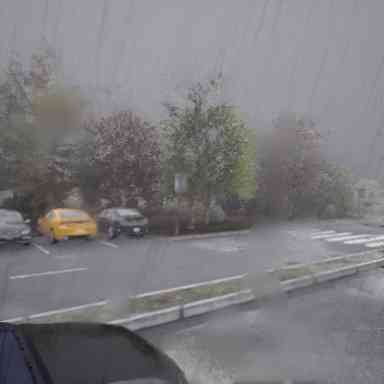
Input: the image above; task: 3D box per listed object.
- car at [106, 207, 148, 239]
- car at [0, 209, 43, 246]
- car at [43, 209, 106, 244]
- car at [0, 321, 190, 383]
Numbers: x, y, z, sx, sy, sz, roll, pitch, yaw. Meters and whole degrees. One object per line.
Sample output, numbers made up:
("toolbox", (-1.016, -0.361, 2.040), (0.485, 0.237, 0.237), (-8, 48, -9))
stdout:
("car", (-4.114, 1.593, 18.279), (2.231, 1.521, 4.892), (0, 0, -35))
("car", (-8.610, 1.553, 15.097), (2.231, 1.521, 4.892), (1, 0, -35))
("car", (-6.360, 1.573, 16.683), (2.097, 1.535, 5.008), (1, 0, -35))
("car", (-1.935, 1.562, 2.059), (4.181, 1.385, 1.994), (0, 0, -36))
